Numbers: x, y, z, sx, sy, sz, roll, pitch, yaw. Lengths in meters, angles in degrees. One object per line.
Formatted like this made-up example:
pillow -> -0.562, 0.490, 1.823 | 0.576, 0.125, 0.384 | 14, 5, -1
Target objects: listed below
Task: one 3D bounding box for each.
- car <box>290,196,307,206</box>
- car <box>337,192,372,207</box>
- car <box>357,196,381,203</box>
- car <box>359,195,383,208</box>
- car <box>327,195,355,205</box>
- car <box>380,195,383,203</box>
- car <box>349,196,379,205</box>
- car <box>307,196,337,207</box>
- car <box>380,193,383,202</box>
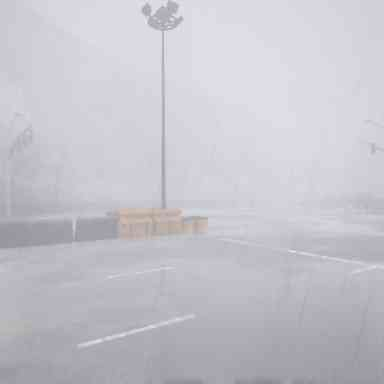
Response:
car -> 16.929, 1.360, 50.540 | 4.674, 1.442, 1.812 | 0, 0, -35
car -> 23.070, 1.044, 46.326 | 5.566, 2.045, 2.150 | 0, 0, -36
car -> 32.958, 1.343, 61.898 | 4.718, 1.301, 1.895 | 0, 0, -36
car -> 23.805, 1.431, 42.550 | 4.718, 1.301, 1.895 | 0, 0, -36
car -> 25.387, 1.280, 56.564 | 4.902, 1.511, 2.128 | 0, 0, -35
car -> 35.886, 1.248, 59.690 | 4.892, 1.490, 1.837 | 0, 0, -36
car -> 28.027, 1.333, 54.149 | 5.357, 1.411, 2.033 | 0, 0, -35
car -> 19.431, 1.323, 48.025 | 4.902, 1.511, 2.128 | 0, 0, -36
car -> 40.298, 1.063, 67.226 | 4.553, 1.767, 2.097 | 0, 0, -36
